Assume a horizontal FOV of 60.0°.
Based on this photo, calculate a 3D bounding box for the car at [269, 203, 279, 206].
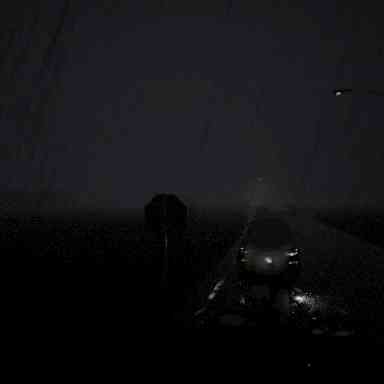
[{"bbox_3d":[7.994,2.232,36.633,2.033,1.411,5.357,-1,-1,10],"label":"car"}]

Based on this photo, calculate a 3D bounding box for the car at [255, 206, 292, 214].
[{"bbox_3d":[5.116,1.900,21.902,2.128,1.511,4.902,-1,-1,12],"label":"car"}]

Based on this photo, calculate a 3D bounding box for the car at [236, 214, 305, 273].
[{"bbox_3d":[2.734,1.728,11.701,1.837,1.490,4.892,-1,-1,14],"label":"car"}]

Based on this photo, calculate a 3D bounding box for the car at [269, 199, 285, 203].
[{"bbox_3d":[12.864,2.127,49.756,2.150,2.045,5.566,-1,-1,9],"label":"car"}]

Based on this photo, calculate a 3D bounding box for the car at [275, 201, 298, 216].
[{"bbox_3d":[11.371,2.202,39.464,2.128,1.511,4.902,-1,-1,9],"label":"car"}]
